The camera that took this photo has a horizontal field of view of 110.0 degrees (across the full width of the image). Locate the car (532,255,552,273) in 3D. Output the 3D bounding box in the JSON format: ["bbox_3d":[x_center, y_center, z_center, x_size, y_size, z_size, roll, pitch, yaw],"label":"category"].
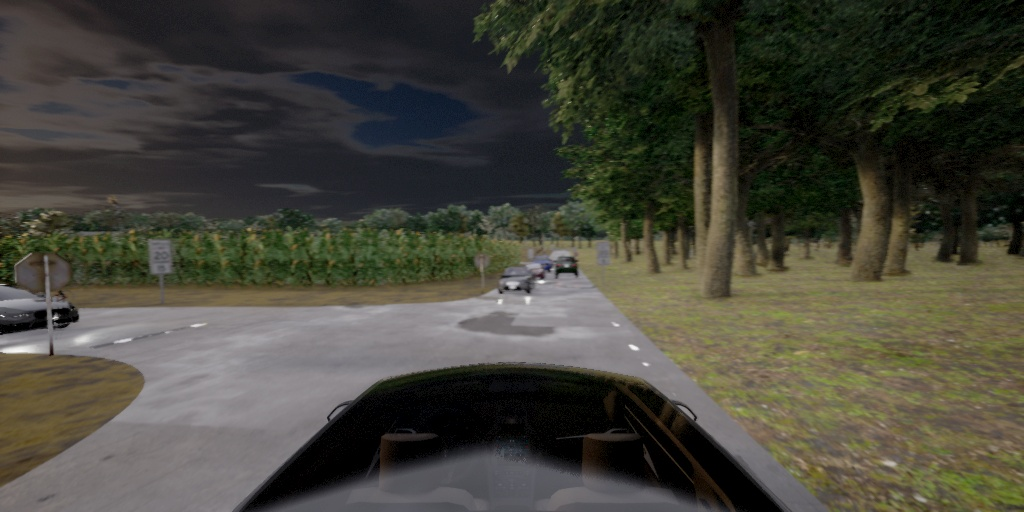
[{"bbox_3d":[3.664,0.945,43.973,2.150,2.045,5.566,-1,0,8],"label":"car"}]

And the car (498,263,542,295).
[{"bbox_3d":[0.377,1.389,21.460,2.128,1.511,4.902,-1,0,8],"label":"car"}]

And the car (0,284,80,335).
[{"bbox_3d":[-15.527,1.567,10.322,4.892,1.490,1.837,-1,1,1],"label":"car"}]

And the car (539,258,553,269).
[{"bbox_3d":[5.222,1.123,54.158,1.812,1.442,4.674,-1,0,8],"label":"car"}]

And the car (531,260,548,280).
[{"bbox_3d":[2.024,1.370,32.728,1.812,1.442,4.674,-1,0,8],"label":"car"}]

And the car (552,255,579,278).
[{"bbox_3d":[5.304,0.976,34.879,2.150,2.045,5.566,-1,0,8],"label":"car"}]

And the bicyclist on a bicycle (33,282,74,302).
[{"bbox_3d":[-21.160,1.513,16.543,0.582,1.620,1.656,-1,0,-3],"label":"bicyclist on a bicycle"}]
